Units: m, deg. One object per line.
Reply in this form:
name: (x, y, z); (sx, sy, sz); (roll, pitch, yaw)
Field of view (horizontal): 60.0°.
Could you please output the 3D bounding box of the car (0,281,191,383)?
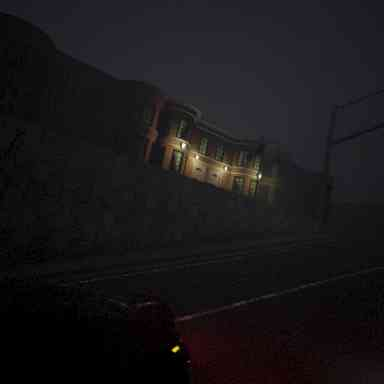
car: (-2.167, 1.530, 2.444); (4.674, 1.442, 1.812); (0, 0, -36)
